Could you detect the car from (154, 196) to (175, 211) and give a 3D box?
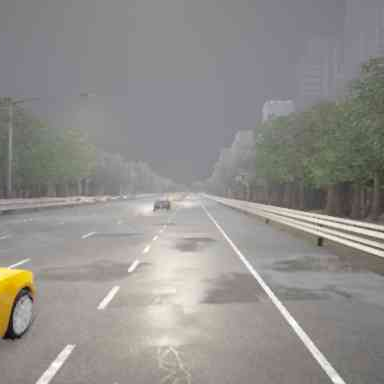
[{"bbox_3d":[-3.533,1.460,40.580,2.128,1.511,4.902,1,0,0],"label":"car"}]

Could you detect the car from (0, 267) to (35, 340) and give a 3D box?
[{"bbox_3d":[-3.480,1.429,3.450,1.882,1.535,5.008,1,0,0],"label":"car"}]

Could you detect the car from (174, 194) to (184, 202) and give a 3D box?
[{"bbox_3d":[-3.584,1.501,80.233,1.882,1.535,5.008,1,0,0],"label":"car"}]
